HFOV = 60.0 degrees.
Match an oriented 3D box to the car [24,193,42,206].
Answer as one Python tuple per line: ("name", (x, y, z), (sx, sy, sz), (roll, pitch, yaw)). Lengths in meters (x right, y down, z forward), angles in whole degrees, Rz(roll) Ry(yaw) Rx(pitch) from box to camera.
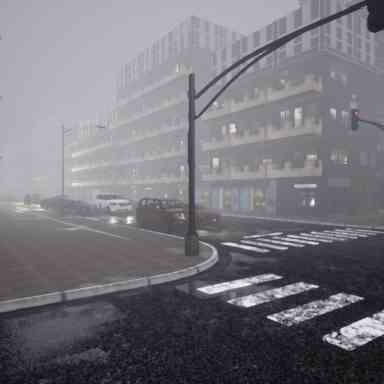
("car", (-24.784, 1.161, 51.798), (2.192, 1.841, 5.009), (0, 0, -36))

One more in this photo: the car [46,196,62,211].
("car", (-14.836, 1.450, 38.023), (1.947, 1.339, 4.313), (0, 0, -36))

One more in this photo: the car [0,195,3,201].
("car", (-41.369, 1.268, 74.758), (1.967, 1.590, 4.097), (0, 0, -36))

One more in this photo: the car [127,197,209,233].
("car", (-1.568, 1.263, 19.653), (2.192, 1.841, 5.009), (0, 0, -36))

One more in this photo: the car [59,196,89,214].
("car", (-11.518, 1.443, 33.430), (1.887, 1.381, 4.507), (0, 0, -36))

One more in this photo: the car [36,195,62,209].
("car", (-18.153, 1.435, 42.616), (1.947, 1.339, 4.313), (0, 0, -36))

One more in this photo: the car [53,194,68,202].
("car", (-27.941, 1.267, 70.482), (1.967, 1.590, 4.097), (0, 0, -36))

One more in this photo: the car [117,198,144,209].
("car", (-8.042, 1.463, 42.930), (1.802, 1.307, 4.206), (0, 0, -36))

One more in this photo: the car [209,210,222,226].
("car", (-0.097, 1.421, 22.035), (1.882, 1.535, 5.008), (0, 0, -36))

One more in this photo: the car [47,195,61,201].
("car", (-31.257, 1.377, 75.072), (2.008, 1.369, 4.403), (0, 0, -36))

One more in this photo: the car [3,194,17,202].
("car", (-38.052, 1.411, 70.167), (1.802, 1.307, 4.206), (0, 0, -36))

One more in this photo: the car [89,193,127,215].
("car", (-7.955, 1.126, 32.924), (2.150, 2.045, 5.566), (0, 0, -35))
